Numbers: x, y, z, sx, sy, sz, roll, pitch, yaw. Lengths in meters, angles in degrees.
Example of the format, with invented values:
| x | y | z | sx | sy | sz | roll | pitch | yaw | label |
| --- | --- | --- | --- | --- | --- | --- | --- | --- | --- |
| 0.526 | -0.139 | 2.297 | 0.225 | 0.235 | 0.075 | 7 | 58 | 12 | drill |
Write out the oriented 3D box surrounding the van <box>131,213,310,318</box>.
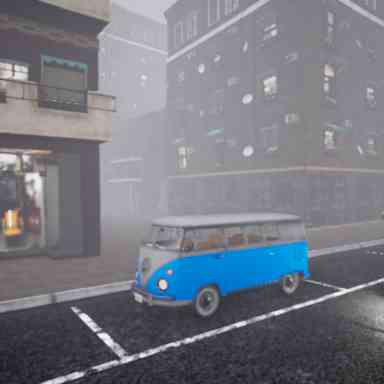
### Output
| x | y | z | sx | sy | sz | roll | pitch | yaw | label |
| --- | --- | --- | --- | --- | --- | --- | --- | --- | --- |
| 0.764 | 1.361 | 7.126 | 3.998 | 1.788 | 1.690 | 0 | -1 | -35 | van |
